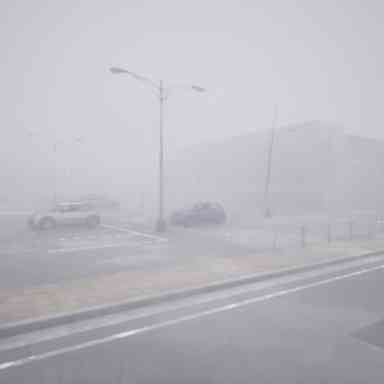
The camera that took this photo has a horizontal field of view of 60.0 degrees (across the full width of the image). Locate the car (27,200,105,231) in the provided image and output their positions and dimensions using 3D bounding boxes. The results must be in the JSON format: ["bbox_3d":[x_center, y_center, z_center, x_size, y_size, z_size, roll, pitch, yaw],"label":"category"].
[{"bbox_3d":[-7.435,1.399,19.458,3.806,1.475,1.970,0,0,-35],"label":"car"}]

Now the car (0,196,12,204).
[{"bbox_3d":[-31.316,1.313,53.257,4.514,1.523,2.007,0,0,-35],"label":"car"}]

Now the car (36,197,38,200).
[{"bbox_3d":[-23.439,1.267,54.290,3.806,1.475,1.970,0,0,-35],"label":"car"}]

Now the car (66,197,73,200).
[{"bbox_3d":[-12.174,1.112,38.725,3.866,1.878,1.905,0,0,-35],"label":"car"}]

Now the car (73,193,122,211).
[{"bbox_3d":[-10.172,1.134,36.579,4.605,1.855,1.932,0,0,-35],"label":"car"}]

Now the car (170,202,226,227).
[{"bbox_3d":[0.356,1.409,21.264,3.633,1.501,1.845,0,0,-35],"label":"car"}]

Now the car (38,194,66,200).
[{"bbox_3d":[-19.500,1.189,49.214,5.027,1.636,2.152,0,0,-35],"label":"car"}]
